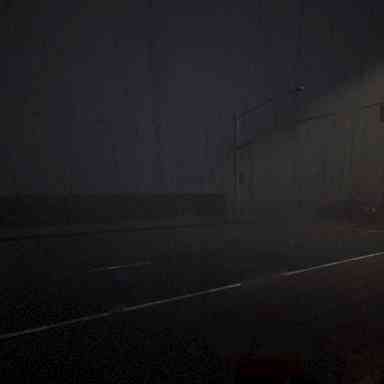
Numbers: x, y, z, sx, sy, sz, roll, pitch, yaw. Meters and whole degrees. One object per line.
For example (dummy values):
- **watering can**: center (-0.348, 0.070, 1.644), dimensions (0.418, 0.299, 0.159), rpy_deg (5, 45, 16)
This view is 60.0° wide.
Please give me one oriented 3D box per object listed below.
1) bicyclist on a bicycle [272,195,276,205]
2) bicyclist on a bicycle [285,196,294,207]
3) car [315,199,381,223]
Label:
- **bicyclist on a bicycle**: center (13.481, 1.300, 54.438), dimensions (0.582, 1.620, 1.656), rpy_deg (0, 0, 21)
- **bicyclist on a bicycle**: center (14.481, 1.453, 49.530), dimensions (1.656, 1.620, 0.582), rpy_deg (0, 0, -23)
- **car**: center (11.862, 1.352, 25.736), dimensions (2.097, 1.767, 4.553), rpy_deg (0, 0, -37)
